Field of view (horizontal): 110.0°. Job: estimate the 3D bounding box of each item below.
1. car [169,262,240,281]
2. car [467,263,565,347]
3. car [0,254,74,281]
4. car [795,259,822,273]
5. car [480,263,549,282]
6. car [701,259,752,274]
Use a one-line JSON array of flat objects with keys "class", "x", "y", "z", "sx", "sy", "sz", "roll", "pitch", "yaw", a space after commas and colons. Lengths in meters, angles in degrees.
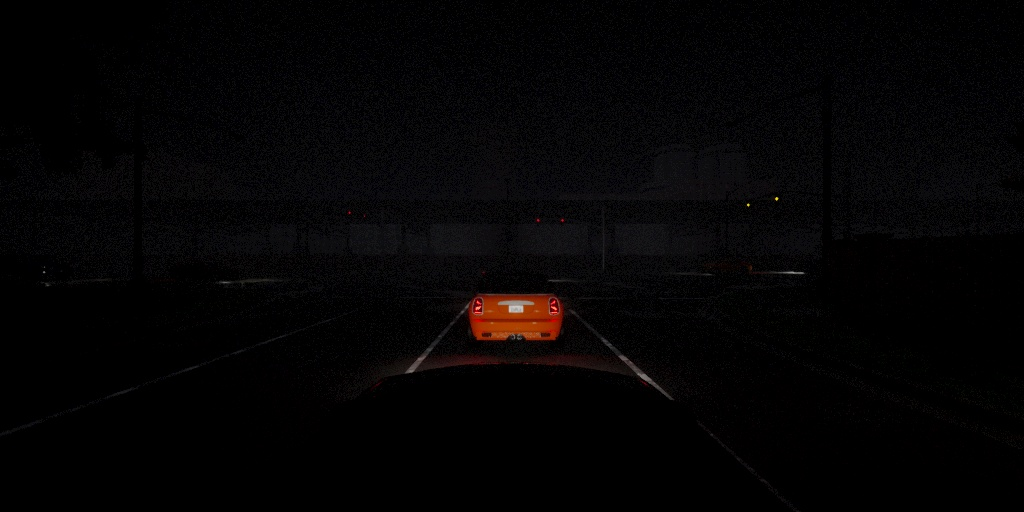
[{"class": "car", "x": -25.230, "y": 1.228, "z": 29.532, "sx": 5.008, "sy": 1.535, "sz": 1.882, "roll": 0, "pitch": 0, "yaw": 2}, {"class": "car", "x": 0.083, "y": 1.103, "z": 9.471, "sx": 2.097, "sy": 1.767, "sz": 4.553, "roll": 0, "pitch": 0, "yaw": 0}, {"class": "car", "x": -40.372, "y": 0.884, "z": 30.006, "sx": 5.566, "sy": 2.045, "sz": 2.150, "roll": 0, "pitch": 0, "yaw": 1}, {"class": "car", "x": 33.137, "y": 1.065, "z": 38.746, "sx": 4.181, "sy": 1.385, "sz": 1.994, "roll": -1, "pitch": 0, "yaw": 1}, {"class": "car", "x": 0.226, "y": 1.283, "z": 28.879, "sx": 5.357, "sy": 1.411, "sz": 2.033, "roll": 0, "pitch": 0, "yaw": 1}, {"class": "car", "x": 23.227, "y": 1.098, "z": 39.000, "sx": 5.008, "sy": 1.535, "sz": 1.882, "roll": -1, "pitch": 0, "yaw": 1}]
